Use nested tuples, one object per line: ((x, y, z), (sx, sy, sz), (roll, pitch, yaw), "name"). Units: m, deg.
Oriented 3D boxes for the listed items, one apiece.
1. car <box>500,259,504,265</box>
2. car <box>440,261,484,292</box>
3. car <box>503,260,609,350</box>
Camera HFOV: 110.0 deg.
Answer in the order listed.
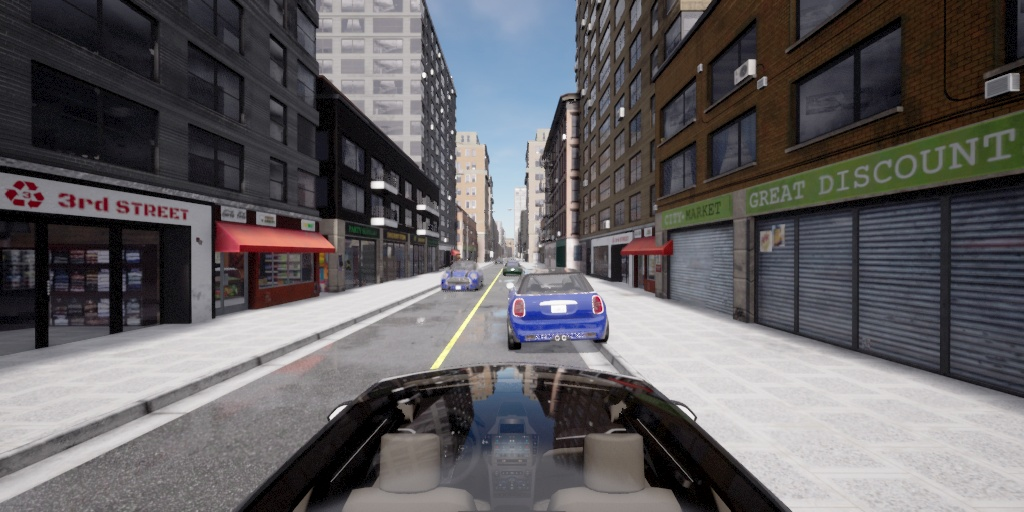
((0.066, 1.286, 37.139), (1.994, 1.385, 4.181), (0, 0, 0), "car")
((-2.856, 1.090, 21.312), (2.097, 1.767, 4.553), (0, 0, 0), "car")
((0.925, 1.066, 9.220), (2.097, 1.767, 4.553), (-2, 0, 0), "car")
